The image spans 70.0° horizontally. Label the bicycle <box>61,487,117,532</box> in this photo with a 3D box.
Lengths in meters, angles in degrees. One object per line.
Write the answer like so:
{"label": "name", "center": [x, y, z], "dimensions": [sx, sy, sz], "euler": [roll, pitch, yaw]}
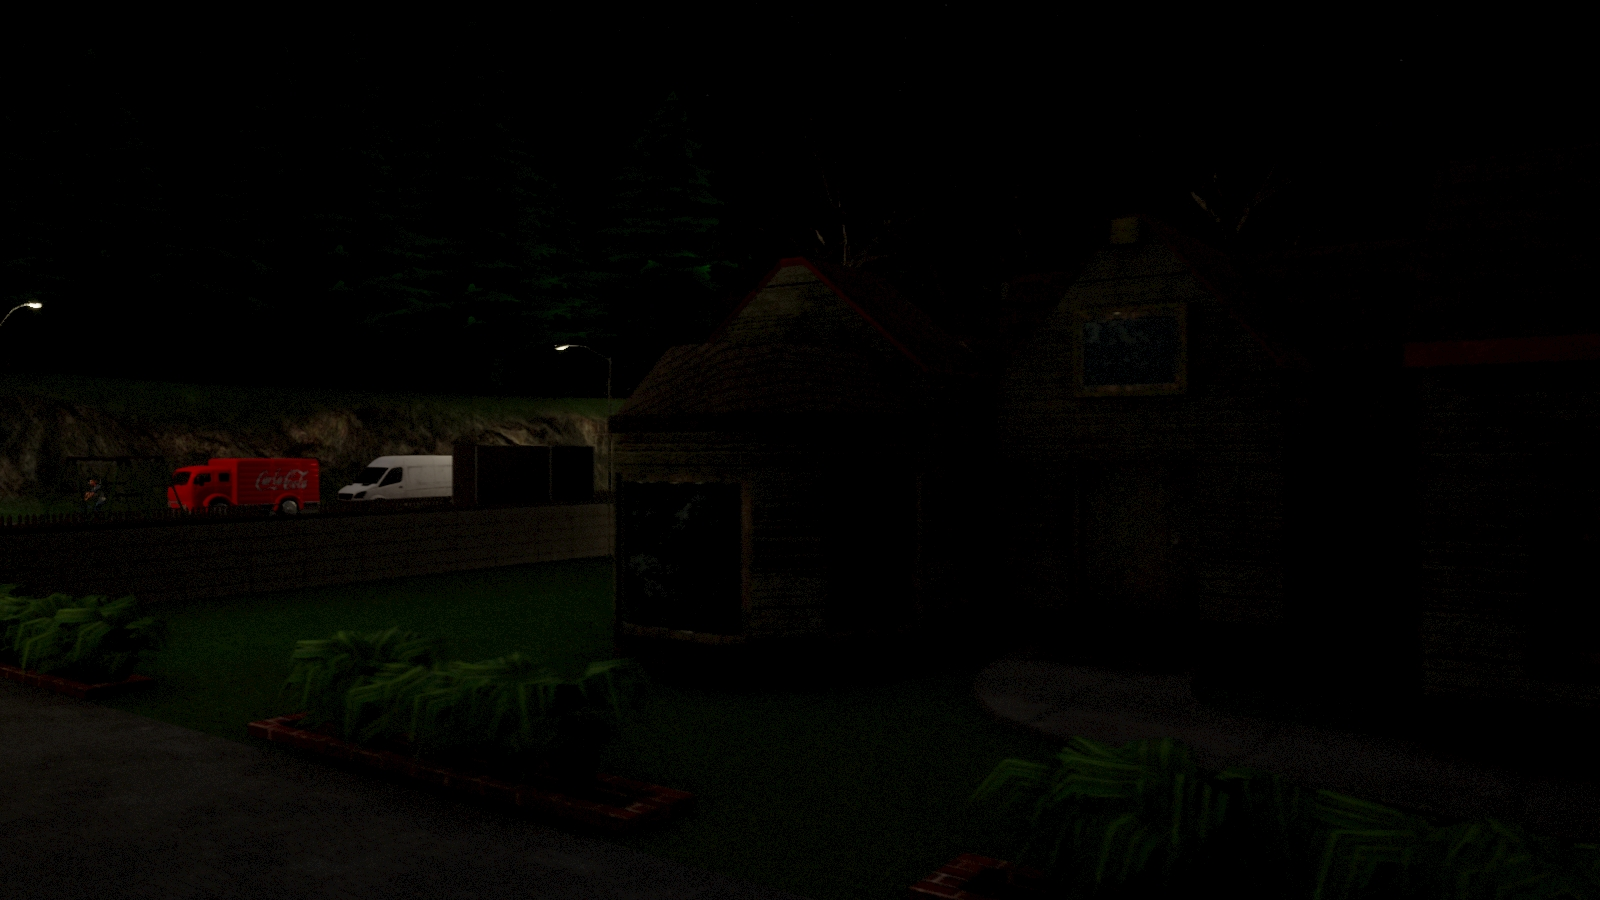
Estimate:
{"label": "bicycle", "center": [-24.913, 2.056, 40.059], "dimensions": [0.373, 1.496, 1.643], "euler": [0, 0, 35]}
